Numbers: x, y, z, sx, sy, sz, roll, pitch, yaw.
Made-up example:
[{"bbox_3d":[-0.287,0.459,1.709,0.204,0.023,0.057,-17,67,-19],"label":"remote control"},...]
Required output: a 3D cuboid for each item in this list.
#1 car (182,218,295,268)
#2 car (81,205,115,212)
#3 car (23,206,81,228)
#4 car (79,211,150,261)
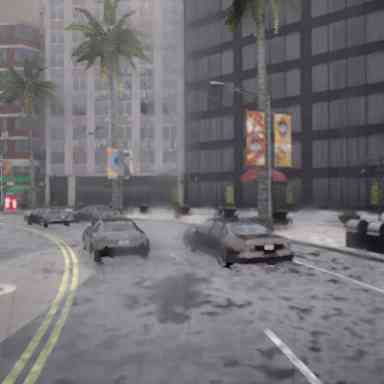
[{"bbox_3d":[1.287,1.601,11.584,2.033,1.411,5.357,0,0,-20],"label":"car"},{"bbox_3d":[-7.653,1.730,26.148,2.033,1.411,5.357,0,0,-44],"label":"car"},{"bbox_3d":[-10.319,1.734,23.876,2.033,1.411,5.357,0,0,-44],"label":"car"},{"bbox_3d":[-3.031,1.650,12.829,1.994,1.385,4.181,0,0,-23],"label":"car"}]
